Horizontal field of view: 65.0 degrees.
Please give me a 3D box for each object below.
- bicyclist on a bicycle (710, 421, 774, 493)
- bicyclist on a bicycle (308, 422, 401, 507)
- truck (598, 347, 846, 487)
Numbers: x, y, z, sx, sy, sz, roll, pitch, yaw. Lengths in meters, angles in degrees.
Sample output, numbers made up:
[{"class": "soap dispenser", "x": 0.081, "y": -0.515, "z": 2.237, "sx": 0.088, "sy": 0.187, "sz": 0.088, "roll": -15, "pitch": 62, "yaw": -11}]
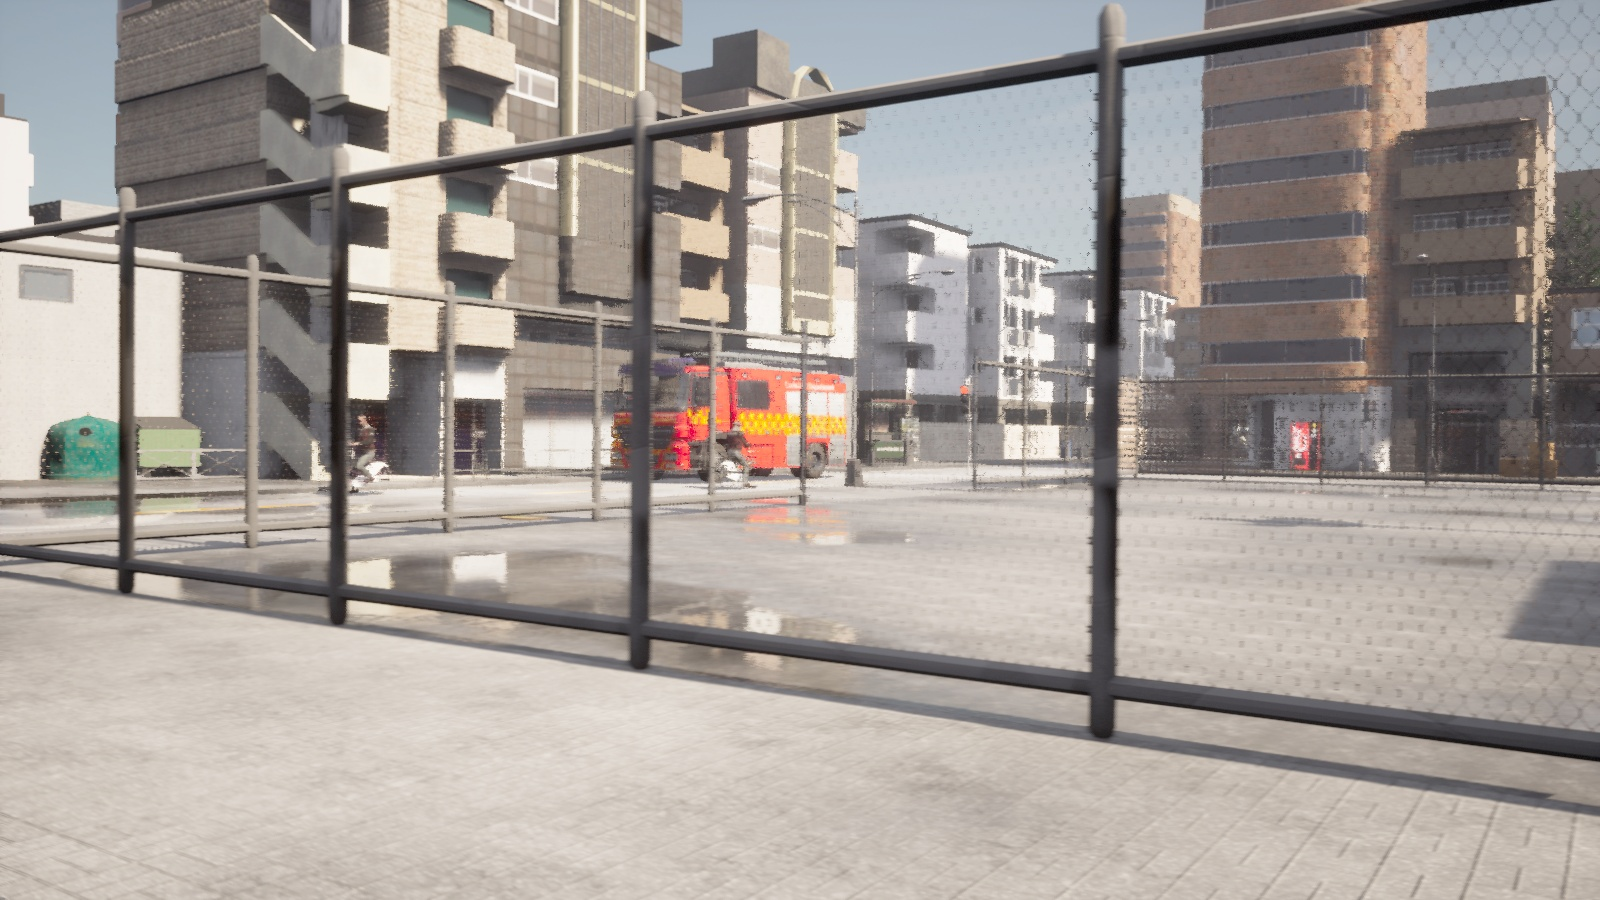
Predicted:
[{"class": "bicyclist on a bicycle", "x": -1.474, "y": 0.155, "z": 32.264, "sx": 0.659, "sy": 1.776, "sz": 1.843, "roll": 0, "pitch": 1, "yaw": 34}, {"class": "bicyclist on a bicycle", "x": -9.625, "y": 0.293, "z": 27.201, "sx": 0.659, "sy": 1.776, "sz": 1.843, "roll": 0, "pitch": 1, "yaw": 33}, {"class": "truck", "x": -2.139, "y": -0.965, "z": 38.537, "sx": 2.891, "sy": 3.827, "sz": 8.468, "roll": 0, "pitch": 1, "yaw": 35}]
